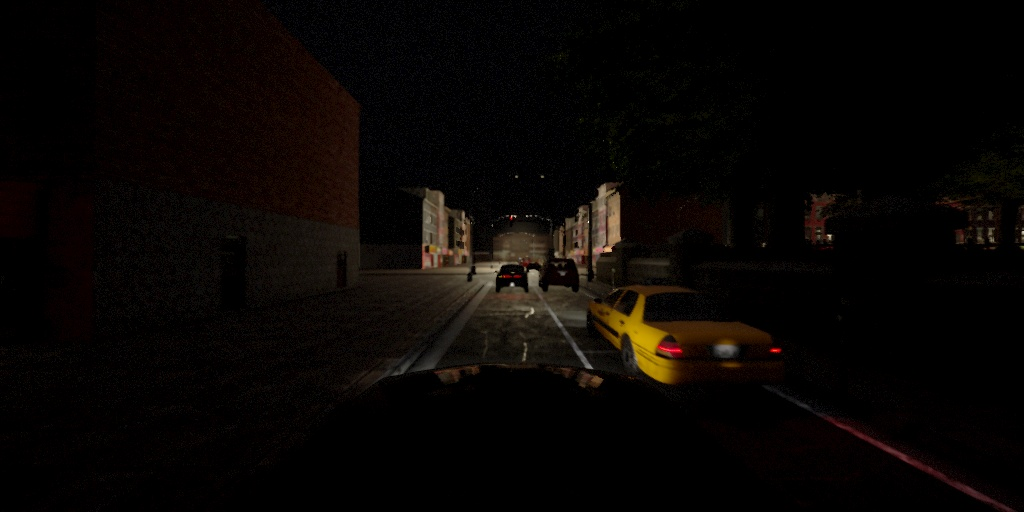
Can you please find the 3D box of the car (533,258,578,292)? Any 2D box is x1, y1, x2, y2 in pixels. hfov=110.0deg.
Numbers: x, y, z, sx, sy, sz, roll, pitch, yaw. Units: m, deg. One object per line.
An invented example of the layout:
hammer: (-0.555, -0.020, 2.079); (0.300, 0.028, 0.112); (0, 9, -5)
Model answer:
car: (2.651, 1.049, 21.144); (2.192, 1.841, 5.009); (0, 0, 0)

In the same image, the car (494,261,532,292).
car: (0.013, 1.239, 21.106); (1.837, 1.490, 4.892); (0, 0, 0)

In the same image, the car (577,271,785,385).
car: (2.754, 1.203, 7.168); (1.801, 1.575, 5.366); (0, 0, 0)

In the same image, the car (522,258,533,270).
car: (2.668, 1.290, 47.573); (1.888, 1.381, 4.507); (0, 0, 0)

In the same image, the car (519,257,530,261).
car: (2.678, 1.314, 63.884); (1.888, 1.381, 4.507); (0, 0, 0)
